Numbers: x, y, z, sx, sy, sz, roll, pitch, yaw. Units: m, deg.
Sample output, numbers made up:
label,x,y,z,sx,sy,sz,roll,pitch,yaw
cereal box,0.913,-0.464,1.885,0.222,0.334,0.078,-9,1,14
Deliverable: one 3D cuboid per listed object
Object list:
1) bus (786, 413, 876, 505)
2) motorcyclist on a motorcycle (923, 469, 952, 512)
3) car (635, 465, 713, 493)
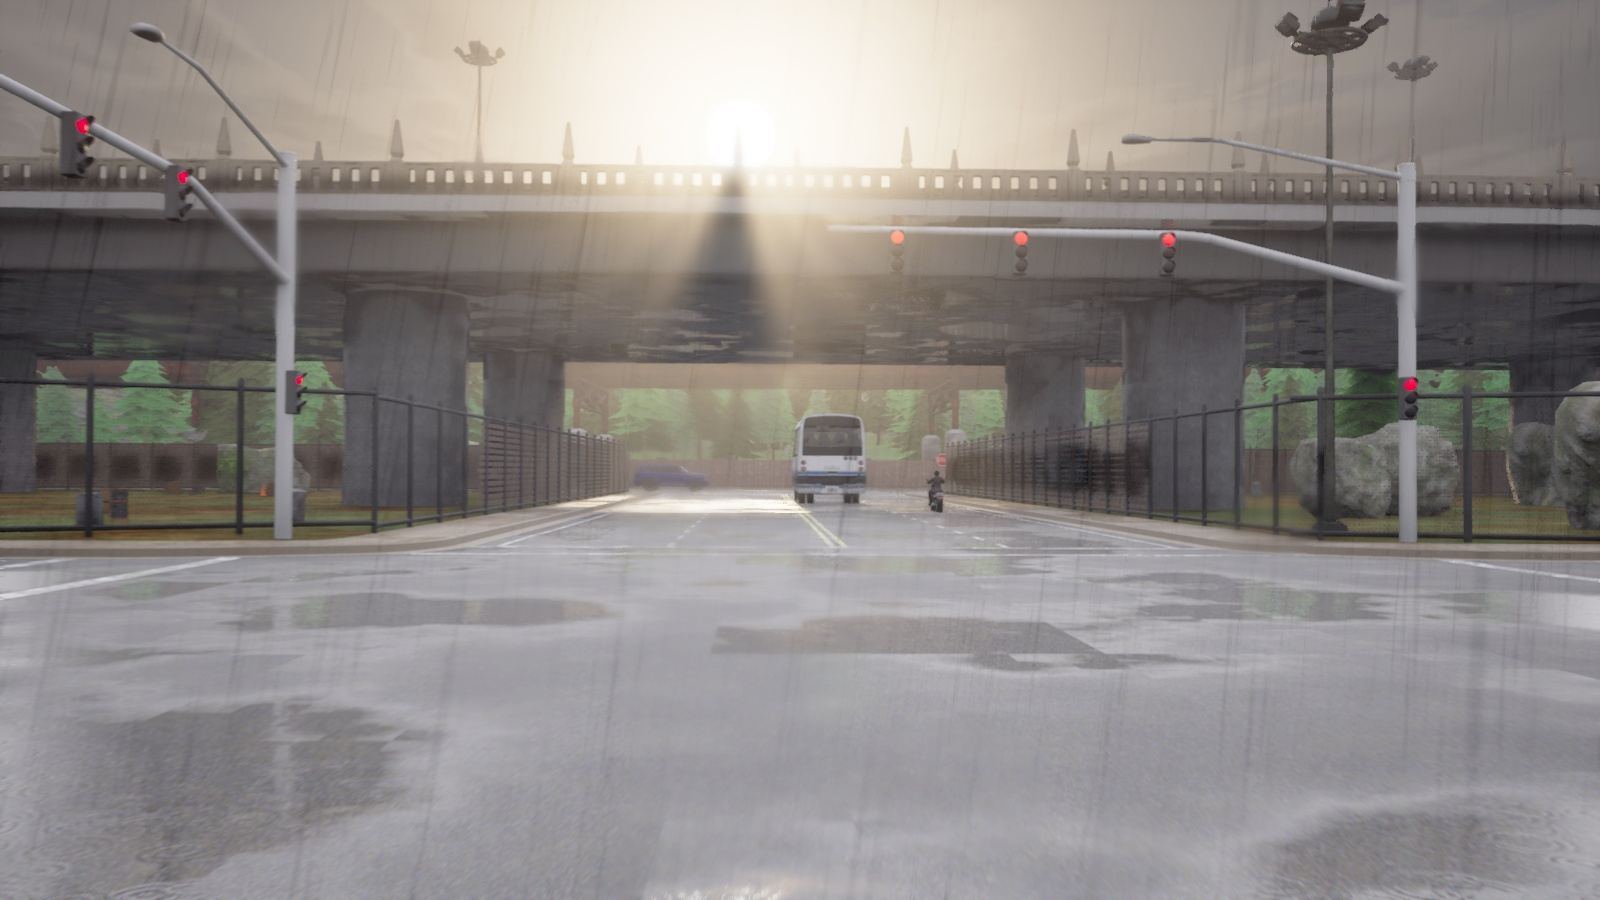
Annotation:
label,x,y,z,sx,sy,sz,roll,pitch,yaw
bus,1.388,0.500,63.715,3.944,4.253,10.273,0,-1,-2
motorcyclist on a motorcycle,5.365,1.568,49.085,0.766,1.649,2.350,0,-1,-2
car,-9.274,2.121,92.725,5.566,2.045,2.150,0,-1,-2
